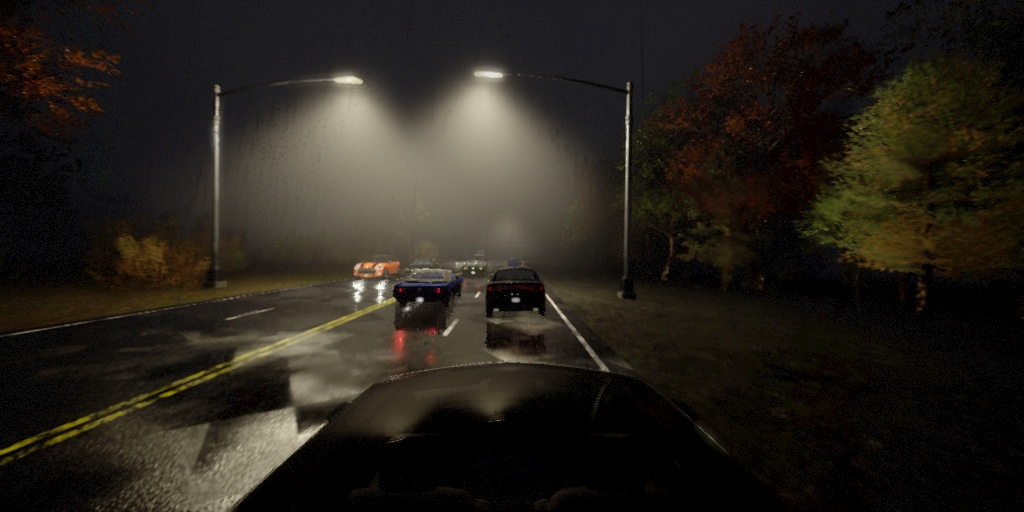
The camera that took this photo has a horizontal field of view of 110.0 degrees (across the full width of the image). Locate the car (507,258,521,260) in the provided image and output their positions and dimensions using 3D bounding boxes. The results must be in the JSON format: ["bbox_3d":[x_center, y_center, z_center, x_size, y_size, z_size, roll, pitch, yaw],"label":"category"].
[{"bbox_3d":[0.184,0.924,33.111,1.812,1.442,4.674,-1,1,0],"label":"car"}]

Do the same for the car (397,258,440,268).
[{"bbox_3d":[-6.533,0.891,26.717,2.128,1.511,4.902,1,1,0],"label":"car"}]

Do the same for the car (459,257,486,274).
[{"bbox_3d":[-3.072,1.003,30.656,1.895,1.301,4.718,1,1,0],"label":"car"}]

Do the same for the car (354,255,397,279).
[{"bbox_3d":[-9.782,0.712,26.369,2.097,1.767,4.553,1,1,0],"label":"car"}]

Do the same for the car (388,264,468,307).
[{"bbox_3d":[-3.132,1.181,14.458,1.895,1.301,4.718,1,1,0],"label":"car"}]

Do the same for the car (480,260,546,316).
[{"bbox_3d":[0.108,1.097,12.874,1.882,1.535,5.008,-1,1,0],"label":"car"}]
